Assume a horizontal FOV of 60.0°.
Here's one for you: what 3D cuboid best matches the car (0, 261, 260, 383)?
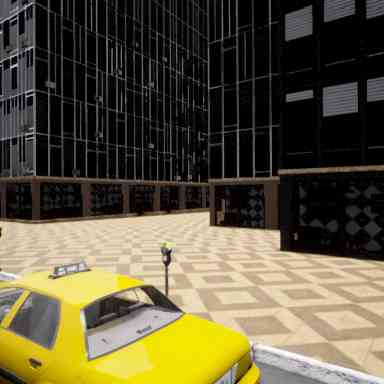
[{"bbox_3d":[-1.637,1.526,4.033,4.829,1.417,1.752,0,0,35],"label":"car"}]
